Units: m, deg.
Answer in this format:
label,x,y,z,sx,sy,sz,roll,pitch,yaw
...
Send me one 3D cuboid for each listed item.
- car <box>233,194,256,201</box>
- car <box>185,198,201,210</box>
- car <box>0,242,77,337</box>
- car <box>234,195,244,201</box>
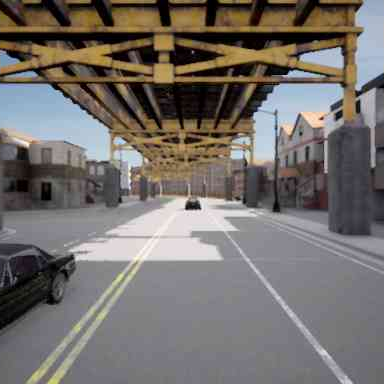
label,x,y,z,sx,sy,sz,roll,pitch,yaw
car,12.265,1.308,77.471,4.974,1.542,2.038,0,0,30
car,0.120,1.486,42.056,1.994,1.385,4.181,0,0,0
car,-3.560,1.591,5.324,1.895,1.301,4.718,0,0,0
car,12.310,1.150,77.445,4.536,1.218,1.853,0,0,30
